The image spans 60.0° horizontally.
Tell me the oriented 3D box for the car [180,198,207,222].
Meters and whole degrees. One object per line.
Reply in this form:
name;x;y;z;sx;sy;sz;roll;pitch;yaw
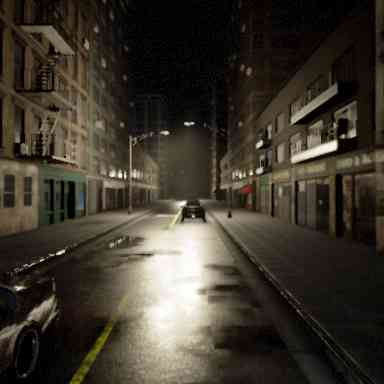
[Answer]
car;0.107;1.506;26.620;1.837;1.490;4.892;0;0;0

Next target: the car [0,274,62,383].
car;-2.834;1.547;2.613;2.033;1.411;5.357;0;0;0

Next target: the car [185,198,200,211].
car;0.109;1.512;43.012;1.837;1.490;4.892;0;0;0
